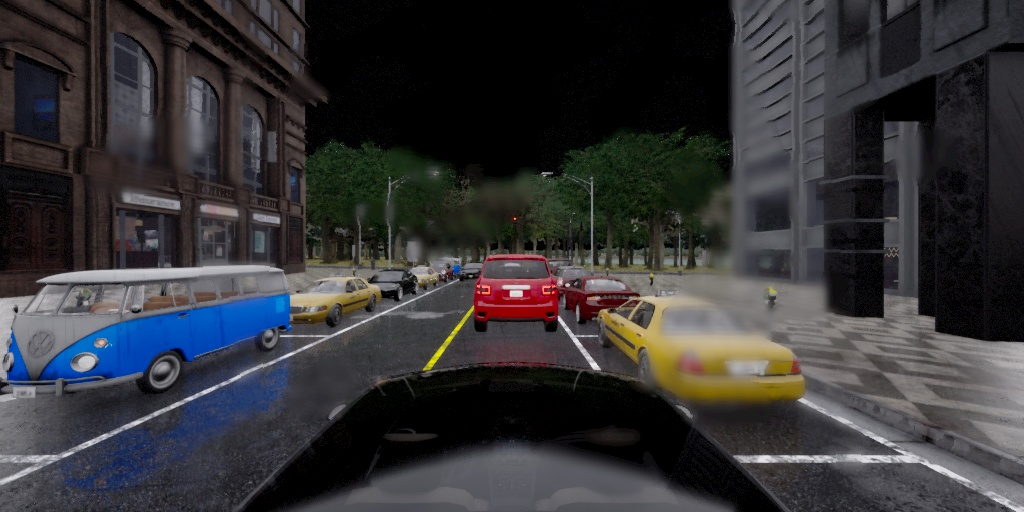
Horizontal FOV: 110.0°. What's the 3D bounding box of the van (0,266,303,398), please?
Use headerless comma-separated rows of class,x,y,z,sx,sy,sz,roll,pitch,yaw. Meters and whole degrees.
van,-5.761,1.091,6.336,1.690,1.789,3.998,0,0,0

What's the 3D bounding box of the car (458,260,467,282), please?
car,-3.013,1.261,28.696,1.837,1.490,4.892,0,-1,1

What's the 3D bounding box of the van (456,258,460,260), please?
van,-5.751,1.095,33.524,1.690,1.789,3.998,0,0,0

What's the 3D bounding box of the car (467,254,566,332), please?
car,0.106,0.972,11.029,2.150,2.045,5.566,0,0,0

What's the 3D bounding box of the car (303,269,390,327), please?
car,-5.759,1.276,11.604,1.751,1.417,4.829,0,0,0

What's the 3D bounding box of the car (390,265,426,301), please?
car,-5.757,1.317,17.211,1.948,1.339,4.313,0,0,0

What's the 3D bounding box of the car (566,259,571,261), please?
car,2.770,1.066,22.646,2.192,1.841,5.009,0,0,0

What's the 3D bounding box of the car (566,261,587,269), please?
car,2.768,1.190,17.208,1.967,1.591,4.097,0,0,0

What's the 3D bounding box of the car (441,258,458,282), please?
car,-5.753,1.193,28.086,1.967,1.591,4.097,0,0,0

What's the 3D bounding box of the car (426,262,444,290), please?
car,-5.755,1.277,22.479,1.751,1.417,4.829,0,0,0

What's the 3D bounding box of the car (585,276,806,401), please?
car,2.764,1.275,6.503,1.751,1.417,4.829,0,0,0

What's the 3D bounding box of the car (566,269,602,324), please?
car,2.766,1.295,11.771,1.888,1.381,4.507,0,0,0
